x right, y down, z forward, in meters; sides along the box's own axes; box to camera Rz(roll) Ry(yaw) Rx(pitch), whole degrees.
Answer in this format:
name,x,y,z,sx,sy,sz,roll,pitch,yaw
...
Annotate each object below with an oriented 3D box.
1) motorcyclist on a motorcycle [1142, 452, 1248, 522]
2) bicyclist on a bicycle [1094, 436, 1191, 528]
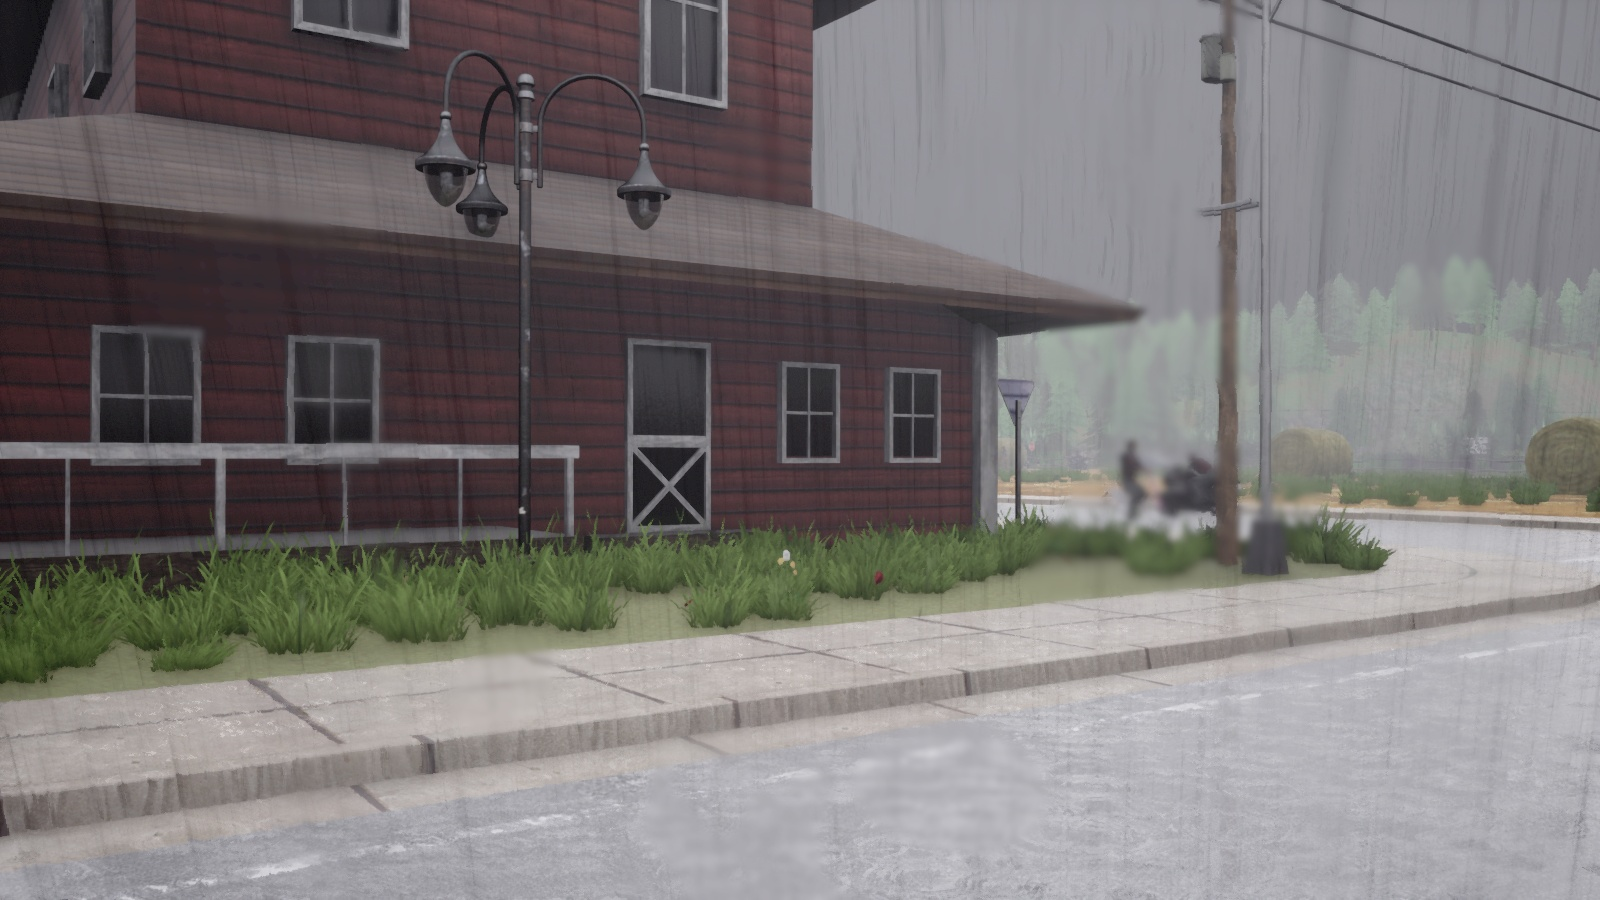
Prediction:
name,x,y,z,sx,sy,sz,roll,pitch,yaw
motorcyclist on a motorcycle,8.896,0.804,28.379,0.866,1.530,2.191,0,0,-36
bicyclist on a bicycle,6.854,0.634,25.212,0.659,1.776,1.843,0,-1,-36
